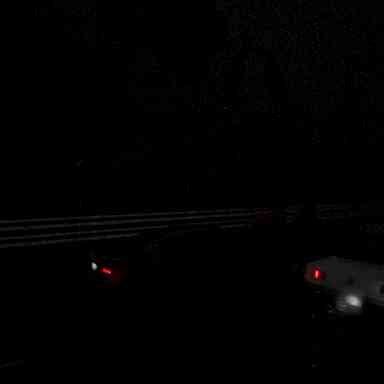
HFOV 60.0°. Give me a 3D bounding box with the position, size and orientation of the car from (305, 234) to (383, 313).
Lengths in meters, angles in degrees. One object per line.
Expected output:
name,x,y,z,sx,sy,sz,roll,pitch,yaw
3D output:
car,4.564,1.548,6.926,4.718,1.301,1.895,0,0,-35

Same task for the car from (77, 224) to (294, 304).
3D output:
car,0.098,1.513,8.078,5.357,1.411,2.033,0,0,-35
